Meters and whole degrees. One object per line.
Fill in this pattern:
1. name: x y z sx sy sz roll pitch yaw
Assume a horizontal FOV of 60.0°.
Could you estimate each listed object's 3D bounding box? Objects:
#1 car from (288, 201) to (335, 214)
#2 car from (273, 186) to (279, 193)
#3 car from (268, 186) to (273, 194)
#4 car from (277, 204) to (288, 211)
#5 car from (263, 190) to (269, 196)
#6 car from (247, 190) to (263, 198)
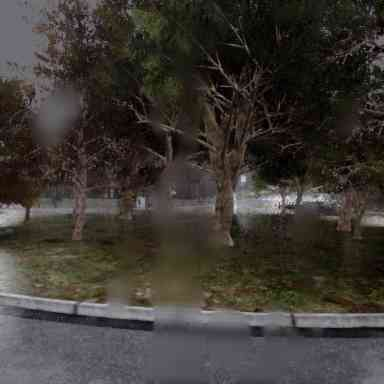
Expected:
1. car: 14.028 1.742 38.424 4.674 1.442 1.812 0 -1 40
2. car: 21.193 -0.684 90.489 2.435 2.045 5.566 0 3 26
3. car: 18.688 -0.126 85.272 1.946 1.575 5.366 0 3 26
4. car: 13.454 1.832 42.741 4.718 1.301 1.895 0 0 30
5. car: 16.303 0.169 80.298 1.946 1.575 5.366 0 3 26
6. car: 13.909 0.467 75.329 1.946 1.575 5.366 0 3 26
